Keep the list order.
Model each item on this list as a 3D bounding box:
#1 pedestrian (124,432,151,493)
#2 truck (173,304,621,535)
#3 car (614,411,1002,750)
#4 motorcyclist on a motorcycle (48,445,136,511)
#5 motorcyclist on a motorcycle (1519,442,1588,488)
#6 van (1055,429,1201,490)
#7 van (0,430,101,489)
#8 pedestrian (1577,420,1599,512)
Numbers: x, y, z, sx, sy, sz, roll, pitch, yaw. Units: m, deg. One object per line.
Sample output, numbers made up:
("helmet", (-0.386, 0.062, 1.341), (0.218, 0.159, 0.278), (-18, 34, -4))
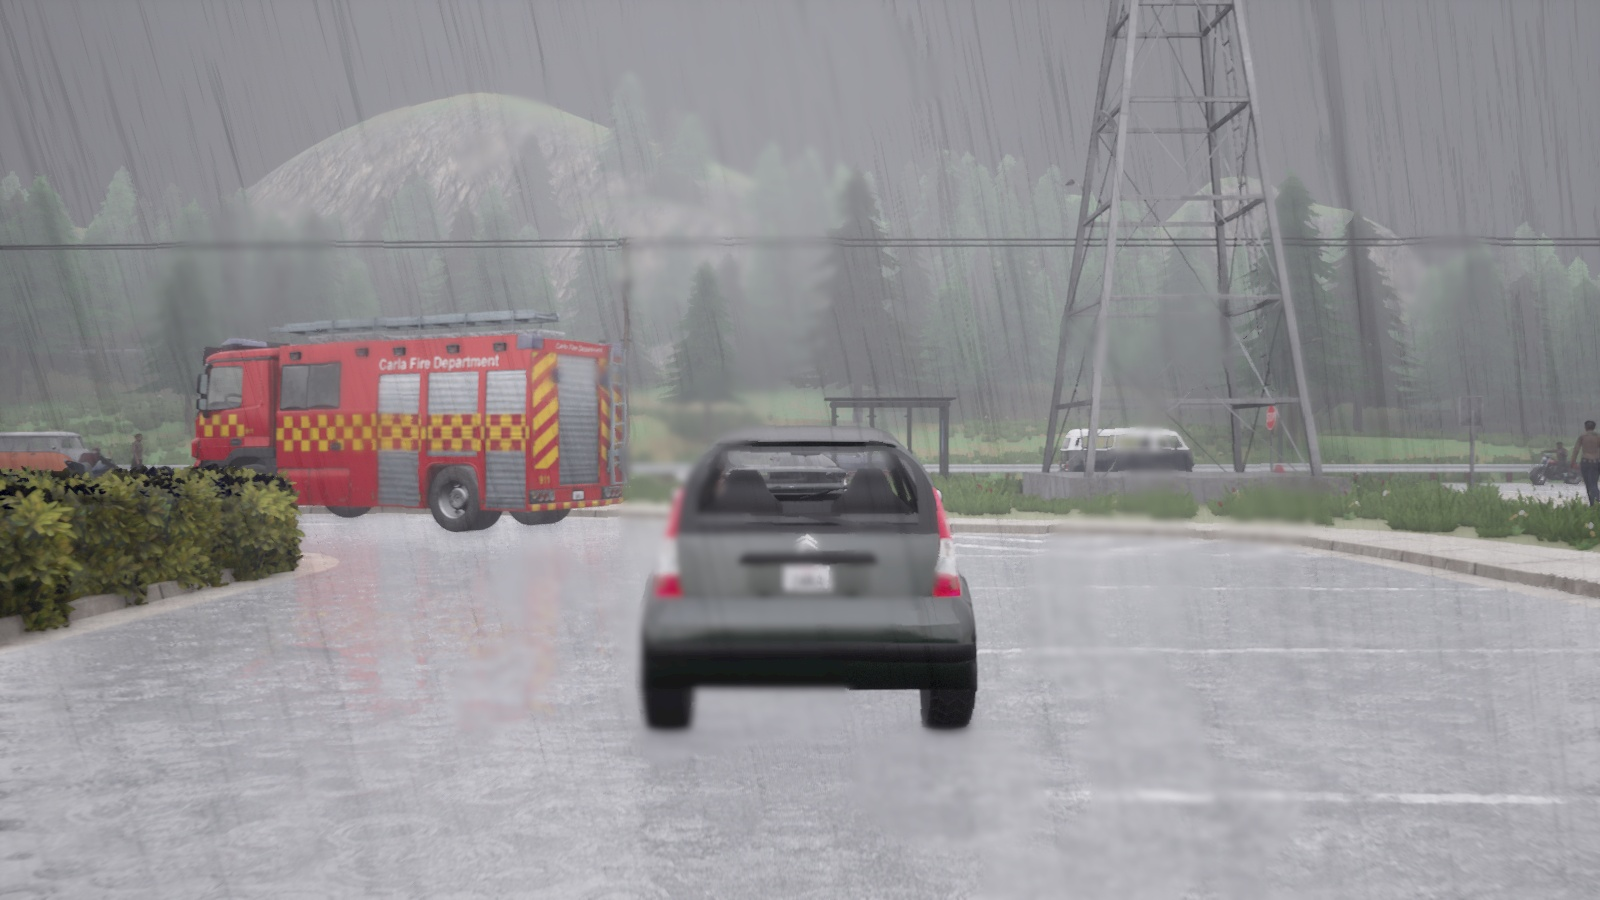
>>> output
("pedestrian", (-20.120, 0.366, 38.154), (0.634, 1.846, 0.331), (0, 0, 1))
("truck", (-7.759, -0.518, 23.888), (8.468, 3.827, 2.891), (0, 0, 26))
("car", (0.045, 0.614, 7.981), (1.851, 1.617, 3.988), (0, 0, 0))
("motorcyclist on a motorcycle", (-17.041, 0.649, 30.285), (0.866, 1.530, 2.191), (0, 0, 0))
("motorcyclist on a motorcycle", (27.430, 0.539, 45.704), (2.350, 1.649, 0.766), (0, 1, -17))
("van", (11.230, 0.309, 43.227), (4.480, 2.038, 2.069), (0, 0, 1))
("van", (-26.871, 0.307, 43.503), (4.442, 1.987, 1.775), (0, 0, 7))
("pedestrian", (15.917, 0.316, 25.239), (0.328, 1.805, 0.869), (0, 0, 20))
